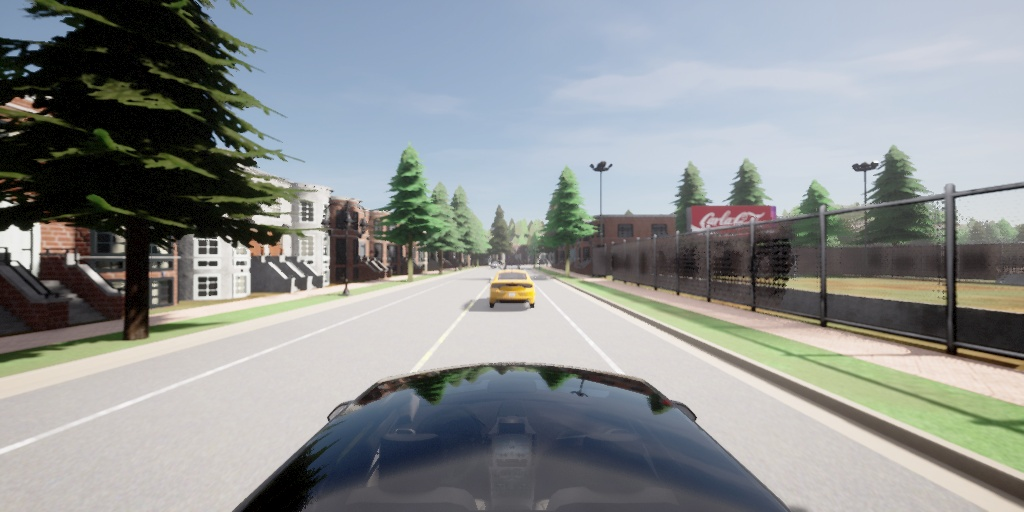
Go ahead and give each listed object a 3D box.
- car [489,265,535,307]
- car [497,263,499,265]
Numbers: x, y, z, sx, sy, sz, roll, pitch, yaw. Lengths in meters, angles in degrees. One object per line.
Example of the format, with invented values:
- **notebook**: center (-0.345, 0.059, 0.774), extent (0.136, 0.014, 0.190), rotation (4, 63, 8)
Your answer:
- **car**: center (0.005, 1.364, 16.323), extent (1.882, 1.535, 5.008), rotation (0, 0, 0)
- **car**: center (0.006, 1.518, 31.140), extent (2.128, 1.511, 4.902), rotation (0, 0, 0)
